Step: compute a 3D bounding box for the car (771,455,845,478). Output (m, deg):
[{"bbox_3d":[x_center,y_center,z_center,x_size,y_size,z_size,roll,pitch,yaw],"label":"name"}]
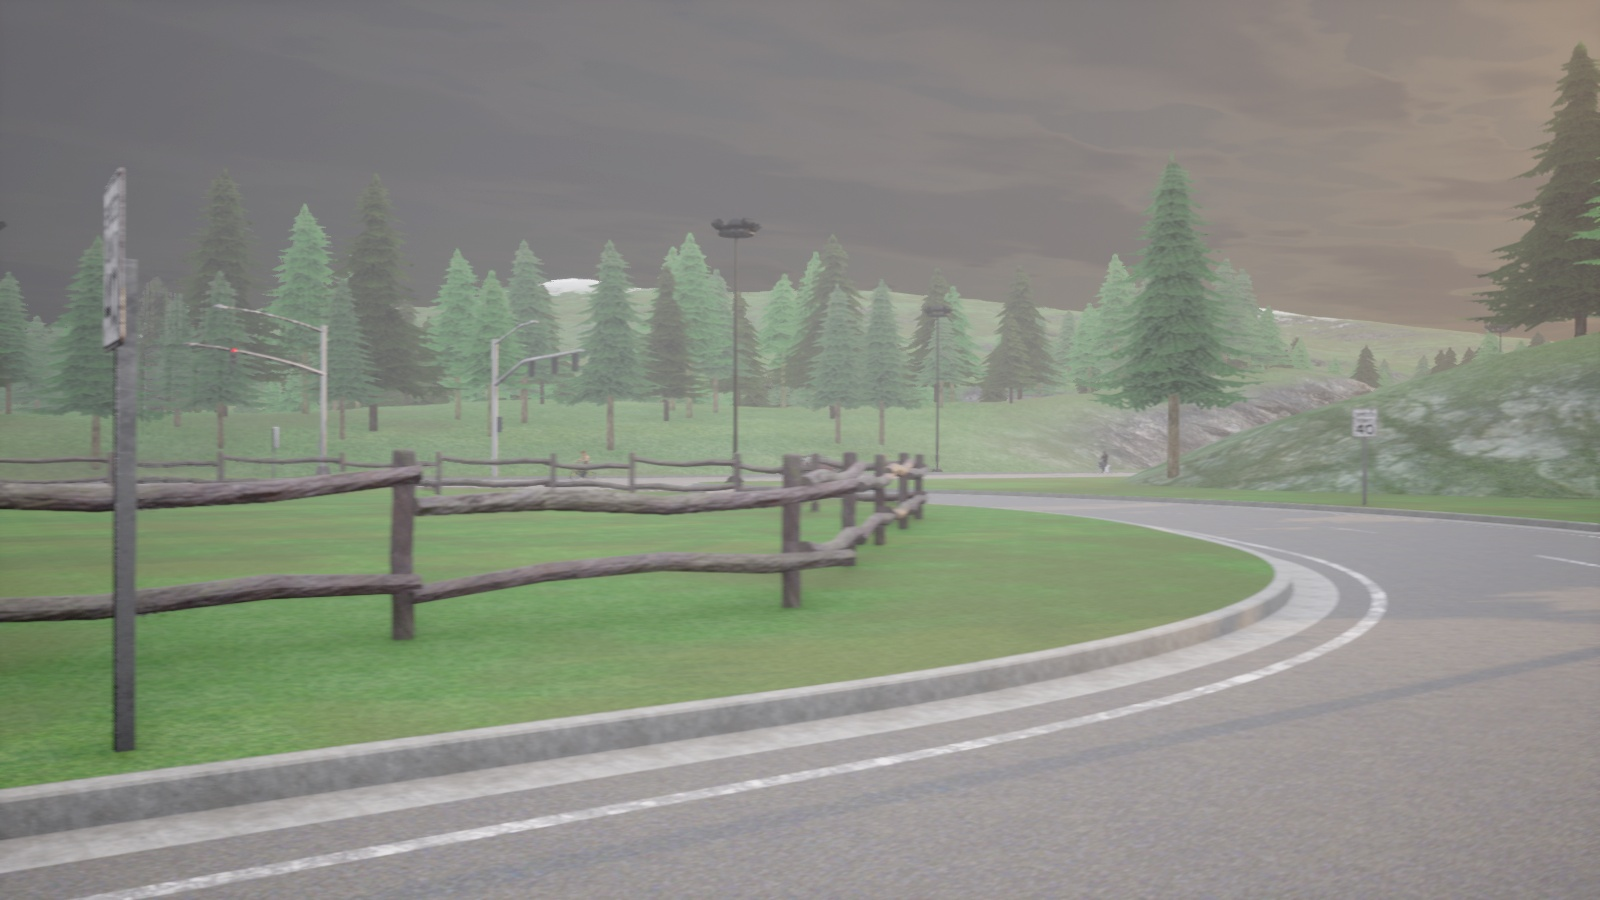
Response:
[{"bbox_3d":[0.516,1.012,78.069,4.181,1.385,1.994,0,0,-35],"label":"car"}]
